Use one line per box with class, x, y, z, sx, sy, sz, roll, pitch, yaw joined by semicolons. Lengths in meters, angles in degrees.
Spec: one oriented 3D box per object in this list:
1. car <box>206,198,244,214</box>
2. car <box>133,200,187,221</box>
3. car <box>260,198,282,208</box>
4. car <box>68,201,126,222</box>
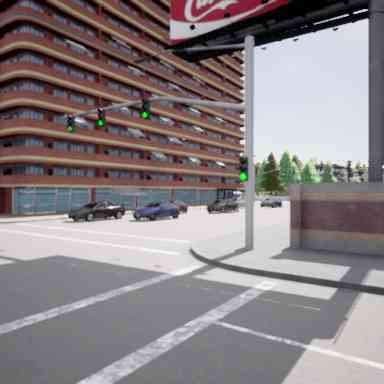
car;3.395;1.506;36.073;1.837;1.490;4.892;0;0;35
car;-2.771;1.526;27.296;1.812;1.442;4.674;0;0;35
car;11.302;1.526;47.235;1.812;1.442;4.674;0;0;35
car;-7.517;1.506;26.674;1.837;1.490;4.892;0;0;35
